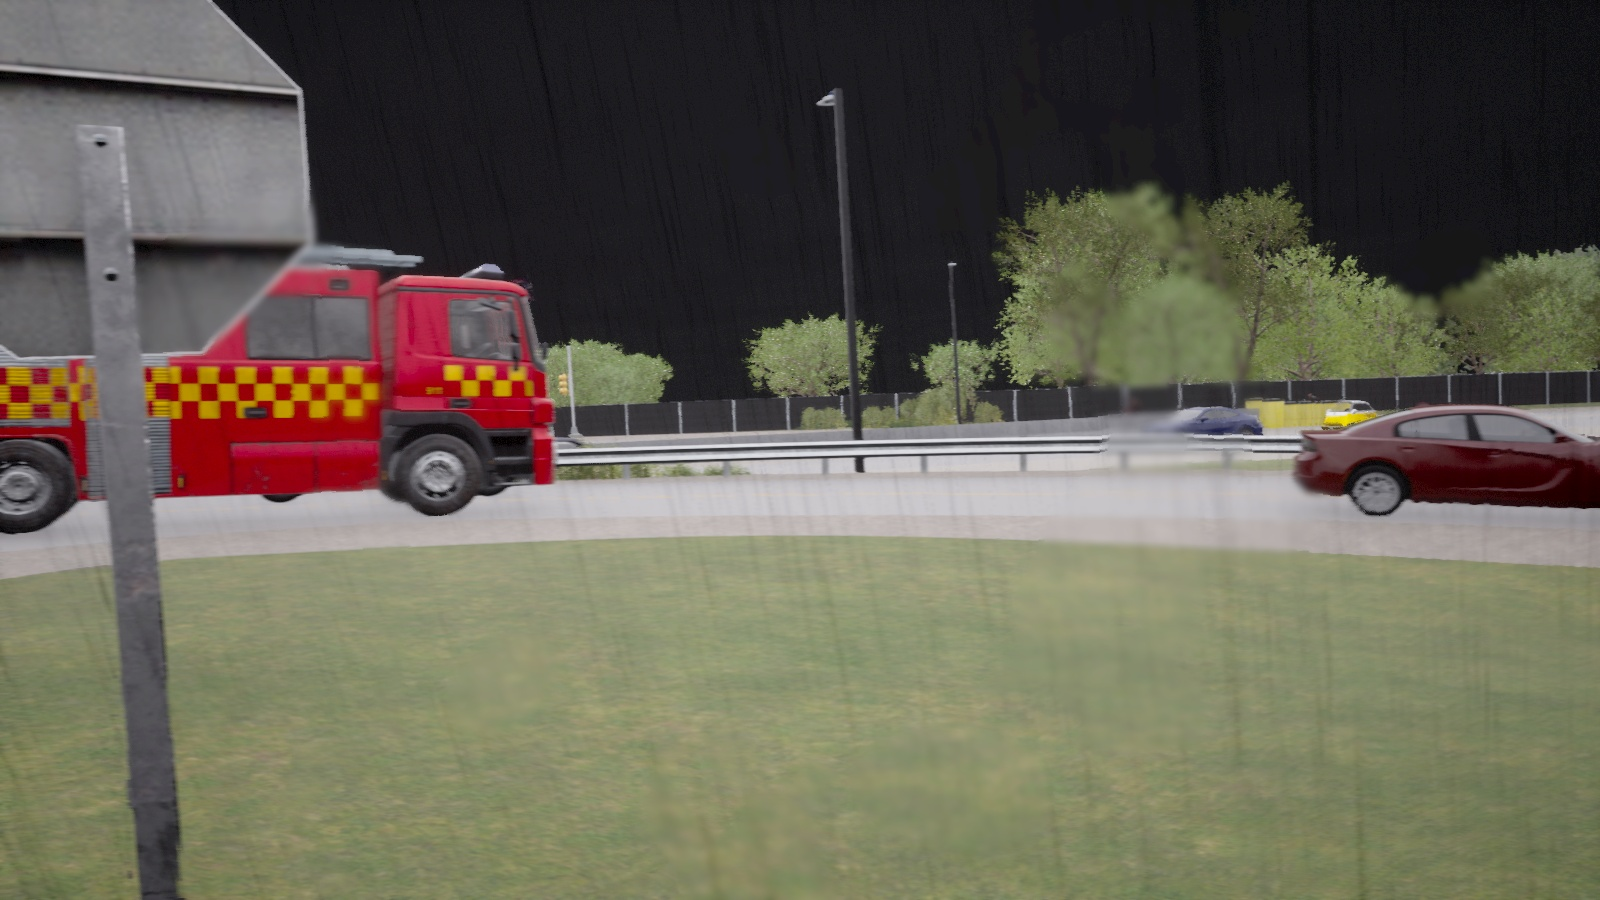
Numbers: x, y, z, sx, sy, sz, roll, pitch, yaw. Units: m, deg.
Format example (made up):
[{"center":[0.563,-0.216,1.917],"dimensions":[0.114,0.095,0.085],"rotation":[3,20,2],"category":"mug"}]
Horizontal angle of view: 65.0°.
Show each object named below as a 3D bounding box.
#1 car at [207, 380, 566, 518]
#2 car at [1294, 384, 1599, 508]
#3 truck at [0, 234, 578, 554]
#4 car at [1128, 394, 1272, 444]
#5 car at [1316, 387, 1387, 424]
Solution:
[{"center":[-7.026,-0.082,21.810],"dimensions":[5.566,2.045,2.150],"rotation":[-3,2,-17],"category":"car"},{"center":[9.500,-0.089,17.250],"dimensions":[5.008,1.535,1.882],"rotation":[0,4,23],"category":"car"},{"center":[-7.706,-0.804,17.550],"dimensions":[8.468,3.827,2.891],"rotation":[-3,2,-26],"category":"truck"},{"center":[14.156,-1.098,44.426],"dimensions":[4.674,1.442,1.812],"rotation":[-4,2,-21],"category":"car"},{"center":[22.614,-1.837,51.516],"dimensions":[2.207,1.376,1.481],"rotation":[-4,2,-21],"category":"car"}]
